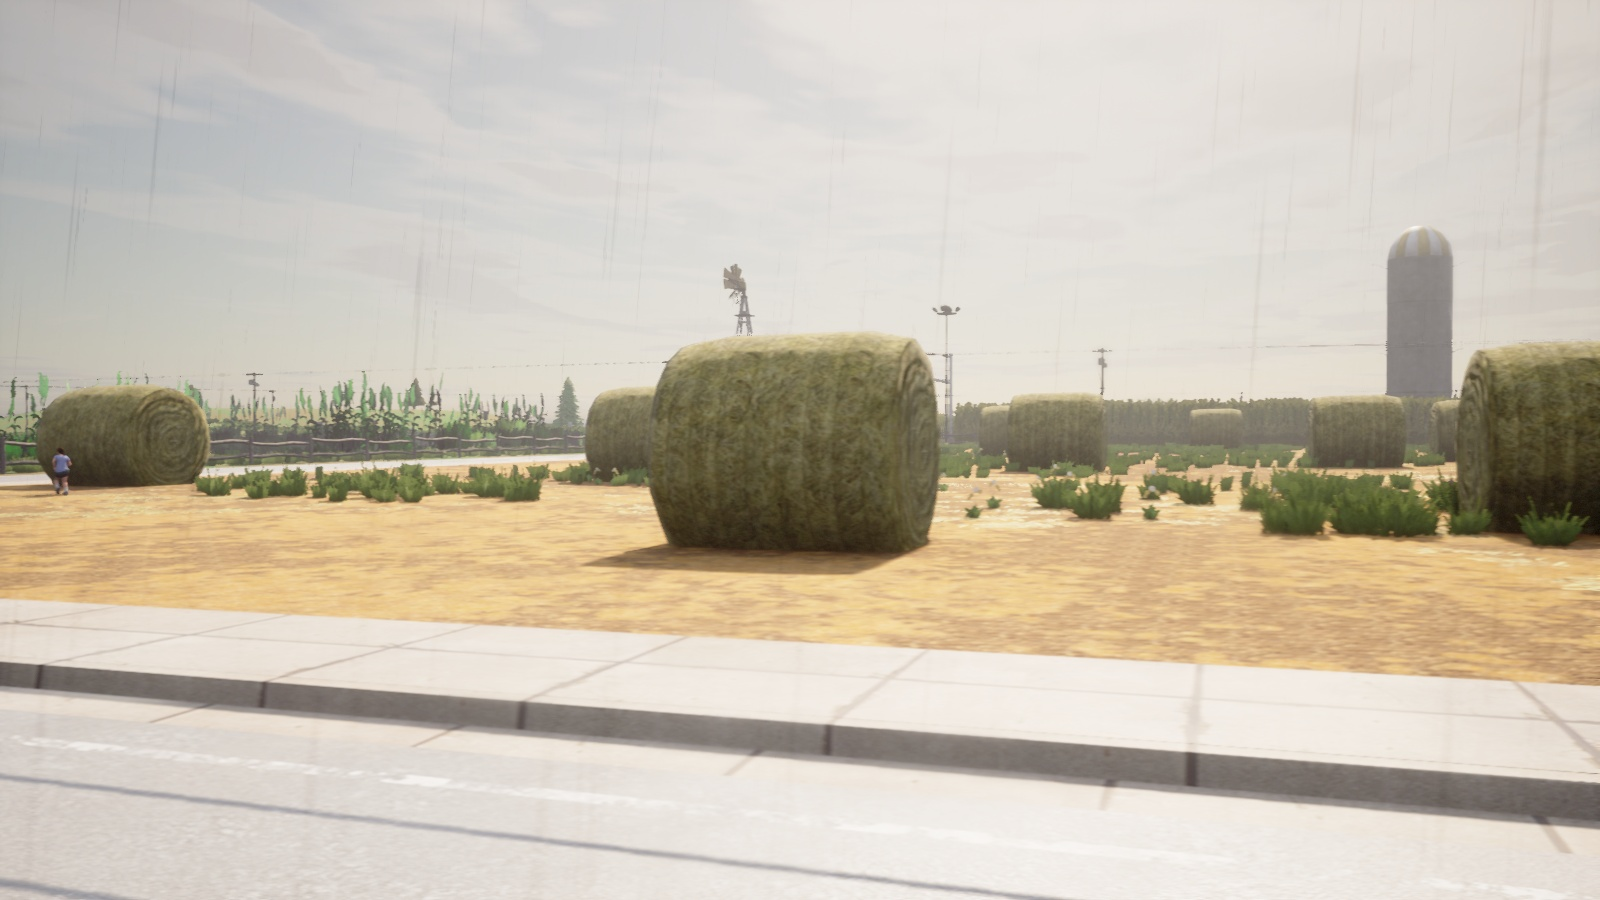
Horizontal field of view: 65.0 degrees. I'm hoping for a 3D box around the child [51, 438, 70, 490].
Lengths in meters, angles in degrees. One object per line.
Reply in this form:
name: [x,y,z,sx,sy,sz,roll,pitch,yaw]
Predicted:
child: [-16.025,0.293,27.200,0.394,1.110,0.255,1,1,44]
